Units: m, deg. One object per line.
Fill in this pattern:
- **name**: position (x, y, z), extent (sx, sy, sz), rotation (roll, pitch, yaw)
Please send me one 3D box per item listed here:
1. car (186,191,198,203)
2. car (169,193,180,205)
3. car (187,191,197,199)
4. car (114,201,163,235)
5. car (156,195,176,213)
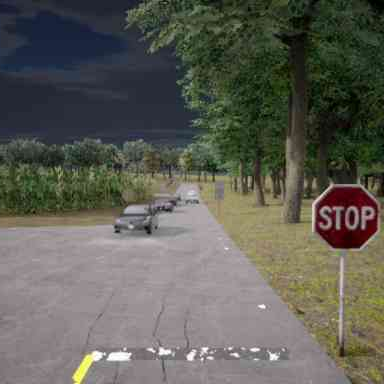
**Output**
- **car**: position (0.015, 0.968, 52.043), extent (1.895, 1.301, 4.718), rotation (0, 1, 0)
- **car**: position (-2.915, 1.157, 43.844), extent (1.895, 1.301, 4.718), rotation (0, 1, 0)
- **car**: position (-0.059, 0.530, 67.405), extent (1.812, 1.442, 4.674), rotation (0, 1, -2)
- **car**: position (-2.868, 1.402, 17.983), extent (1.812, 1.442, 4.674), rotation (1, -1, 0)
- **car**: position (-2.906, 1.333, 33.036), extent (1.994, 1.385, 4.181), rotation (0, 1, 0)
